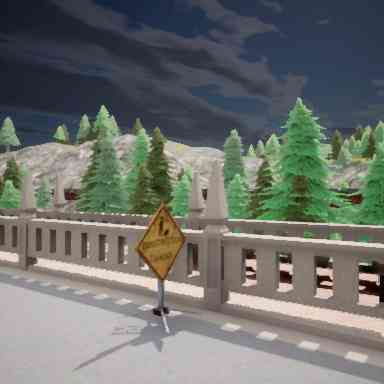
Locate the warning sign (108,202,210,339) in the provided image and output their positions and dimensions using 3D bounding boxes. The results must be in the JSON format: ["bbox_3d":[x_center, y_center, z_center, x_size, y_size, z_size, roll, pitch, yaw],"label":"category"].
[{"bbox_3d":[-0.506,1.115,5.451,1.060,1.860,1.300,0,0,34],"label":"warning sign"}]
